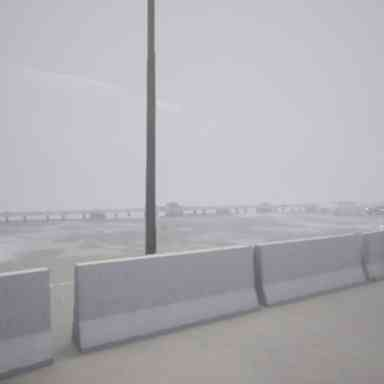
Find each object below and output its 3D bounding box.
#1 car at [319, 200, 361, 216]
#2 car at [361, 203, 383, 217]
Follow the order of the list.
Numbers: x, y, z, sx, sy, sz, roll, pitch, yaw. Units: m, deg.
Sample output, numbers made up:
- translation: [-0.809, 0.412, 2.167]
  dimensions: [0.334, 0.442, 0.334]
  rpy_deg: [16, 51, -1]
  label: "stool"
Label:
- translation: [14.506, 1.499, 32.220]
  dimensions: [4.674, 1.442, 1.812]
  rpy_deg: [0, 0, -25]
  label: "car"
- translation: [17.900, 1.584, 29.971]
  dimensions: [4.718, 1.301, 1.895]
  rpy_deg: [0, 0, -24]
  label: "car"
